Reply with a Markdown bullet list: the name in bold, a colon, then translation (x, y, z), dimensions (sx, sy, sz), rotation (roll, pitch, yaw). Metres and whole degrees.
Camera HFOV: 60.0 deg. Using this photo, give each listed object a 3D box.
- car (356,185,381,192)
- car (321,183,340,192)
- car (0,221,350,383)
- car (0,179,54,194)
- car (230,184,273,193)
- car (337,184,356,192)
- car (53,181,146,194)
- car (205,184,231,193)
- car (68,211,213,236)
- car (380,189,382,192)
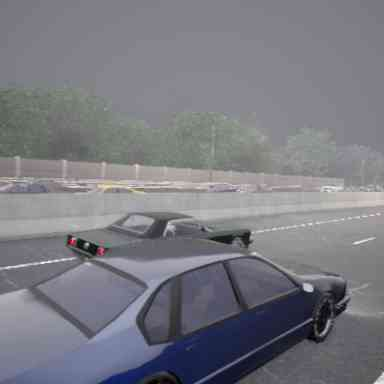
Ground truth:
- **car**: translation (31.584, -0.192, 58.586), dimensions (5.566, 2.045, 2.150), rotation (0, 4, -44)
- **car**: translation (26.725, -0.656, 63.599), dimensions (5.566, 2.045, 2.150), rotation (0, 4, -44)
- **car**: translation (0.042, 1.330, 4.080), dimensions (5.357, 1.411, 2.033), rotation (0, 4, -44)
- **car**: translation (-9.719, 0.191, 19.039), dimensions (5.357, 1.411, 2.033), rotation (0, 4, -44)
- **car**: translation (6.534, -0.040, 34.465), dimensions (4.553, 1.767, 2.097), rotation (0, 4, -44)
- **car**: translation (29.166, -0.141, 61.129), dimensions (4.892, 1.490, 1.837), rotation (0, 4, -44)
- **car**: translation (-4.853, 0.340, 18.846), dimensions (5.008, 1.535, 1.882), rotation (0, 4, -44)
- **car**: translation (3.528, -0.122, 36.443), dimensions (4.902, 1.511, 2.128), rotation (0, 4, -44)
- **car**: translation (-0.505, 1.153, 8.392), dimensions (4.718, 1.301, 1.895), rotation (0, 4, -44)
- **car**: translation (34.028, 0.349, 56.129), dimensions (4.181, 1.385, 1.994), rotation (0, 4, -44)
